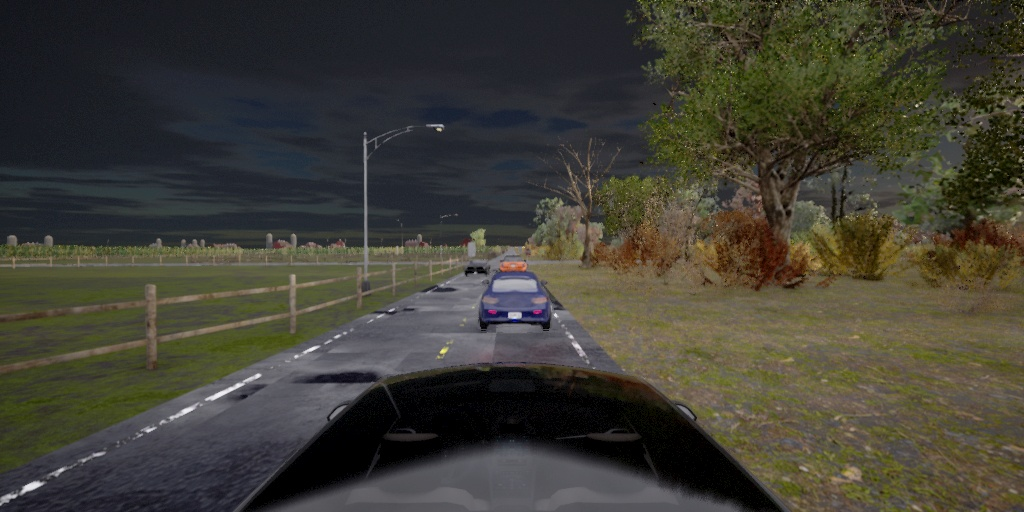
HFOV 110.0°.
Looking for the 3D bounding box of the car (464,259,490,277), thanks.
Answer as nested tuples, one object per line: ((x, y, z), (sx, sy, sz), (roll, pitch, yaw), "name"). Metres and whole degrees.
((-2.833, 0.967, 29.833), (1.895, 1.301, 4.718), (0, 1, 0), "car")

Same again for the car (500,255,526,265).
((0.097, 0.727, 29.178), (2.097, 1.767, 4.553), (0, 1, 0), "car")

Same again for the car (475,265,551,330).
((0.084, 1.160, 10.549), (1.812, 1.442, 4.674), (0, 1, 0), "car")
